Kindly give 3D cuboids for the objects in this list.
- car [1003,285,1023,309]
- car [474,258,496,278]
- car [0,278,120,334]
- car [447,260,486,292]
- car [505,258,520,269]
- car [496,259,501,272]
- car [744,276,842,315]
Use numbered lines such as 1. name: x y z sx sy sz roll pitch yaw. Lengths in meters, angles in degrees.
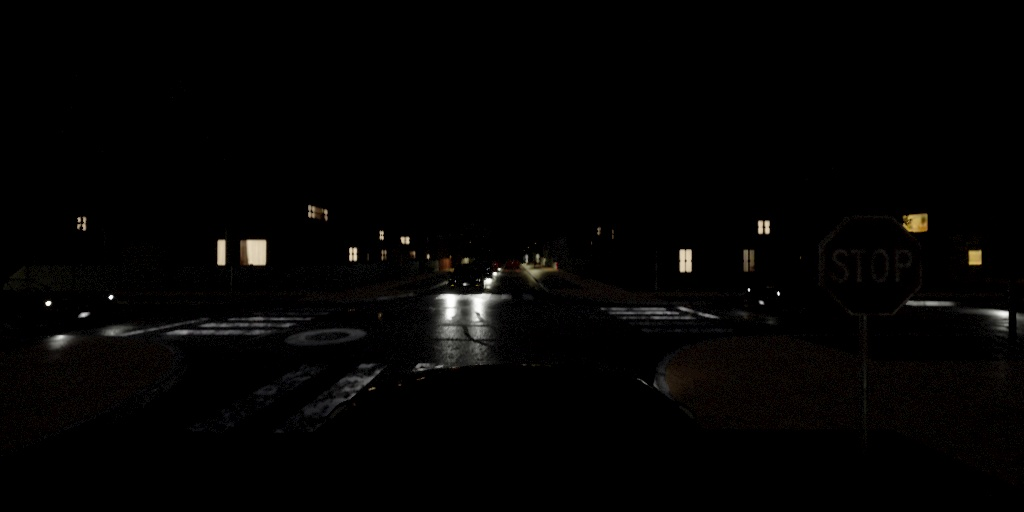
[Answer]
1. car: 21.595 1.368 13.477 4.674 1.442 1.812 0 0 -2
2. car: -2.834 1.026 32.350 2.097 1.767 4.553 0 0 0
3. car: -13.627 1.246 9.489 4.718 1.301 1.895 0 0 -3
4. car: -2.602 1.199 20.852 1.837 1.490 4.892 0 0 -4
5. car: 0.075 1.037 54.815 2.097 1.767 4.553 0 0 1
6. car: -2.819 1.022 43.598 2.097 1.767 4.553 0 0 0
7. car: 11.273 1.391 13.148 4.718 1.301 1.895 0 0 -3
